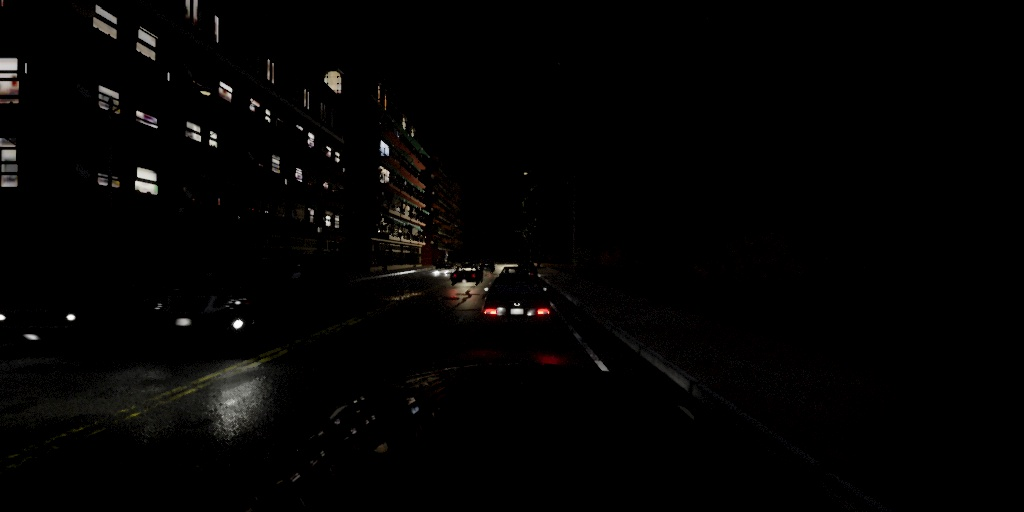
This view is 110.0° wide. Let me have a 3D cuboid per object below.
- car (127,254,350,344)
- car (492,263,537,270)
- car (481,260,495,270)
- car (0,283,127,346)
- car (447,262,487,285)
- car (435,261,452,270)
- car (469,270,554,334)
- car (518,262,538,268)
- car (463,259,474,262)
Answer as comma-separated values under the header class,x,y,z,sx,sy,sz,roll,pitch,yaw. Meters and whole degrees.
class,x,y,z,sx,sy,sz,roll,pitch,yaw
car,-6.594,0.973,9.963,2.150,2.045,5.566,0,0,0
car,0.116,1.300,20.955,2.033,1.411,5.357,0,0,0
car,-3.112,1.241,44.445,2.128,1.511,4.902,0,0,0
car,-9.843,1.352,9.556,1.895,1.301,4.718,0,0,0
car,-3.130,1.354,25.855,1.895,1.301,4.718,0,0,0
car,-9.803,1.353,51.928,1.895,1.301,4.718,0,0,0
car,0.110,1.299,10.593,2.033,1.411,5.357,0,0,0
car,1.163,1.259,30.722,1.837,1.490,4.892,0,0,0
car,-6.549,1.257,53.484,1.837,1.490,4.892,0,0,0
